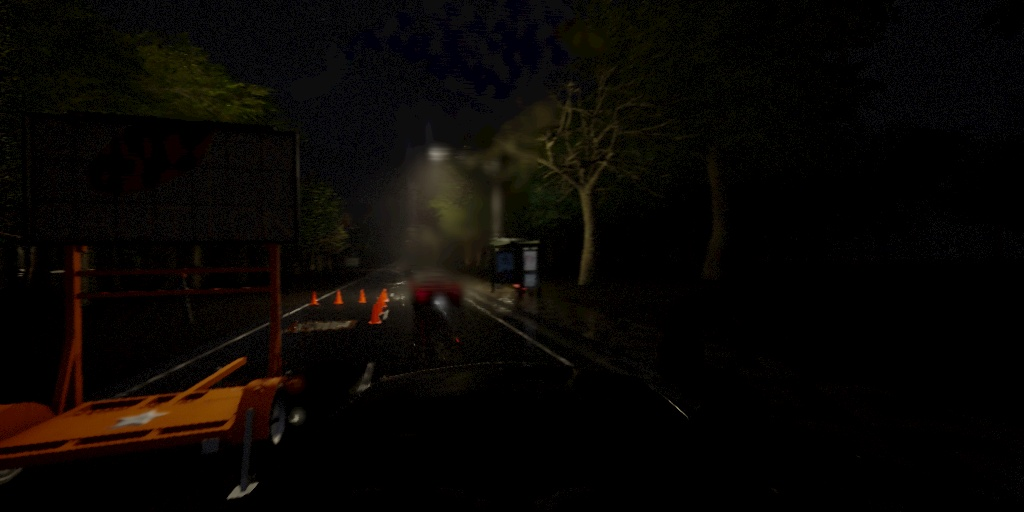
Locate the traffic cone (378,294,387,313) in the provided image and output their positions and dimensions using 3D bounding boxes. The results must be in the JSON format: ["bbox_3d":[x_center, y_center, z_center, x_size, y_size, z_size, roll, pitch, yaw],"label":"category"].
[{"bbox_3d":[-4.855,1.810,13.152,0.340,0.580,0.340,0,0,-17],"label":"traffic cone"}]

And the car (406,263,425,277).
[{"bbox_3d":[-10.691,1.512,39.682,2.128,1.511,4.902,-1,0,-17],"label":"car"}]

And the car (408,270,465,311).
[{"bbox_3d":[-3.274,1.433,15.178,1.895,1.301,4.718,-1,0,-17],"label":"car"}]

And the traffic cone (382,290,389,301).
[{"bbox_3d":[-5.435,1.825,15.066,0.340,0.580,0.340,0,0,-17],"label":"traffic cone"}]

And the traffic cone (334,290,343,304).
[{"bbox_3d":[-7.928,1.870,16.401,0.340,0.580,0.340,0,0,-17],"label":"traffic cone"}]

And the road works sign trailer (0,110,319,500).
[{"bbox_3d":[-3.672,0.281,4.106,2.380,3.560,2.880,0,0,-17],"label":"road works sign trailer"}]

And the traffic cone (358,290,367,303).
[{"bbox_3d":[-6.971,1.855,16.690,0.340,0.580,0.340,0,0,-17],"label":"traffic cone"}]

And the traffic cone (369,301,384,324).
[{"bbox_3d":[-4.276,1.796,11.237,0.340,0.580,0.340,0,0,-17],"label":"traffic cone"}]
